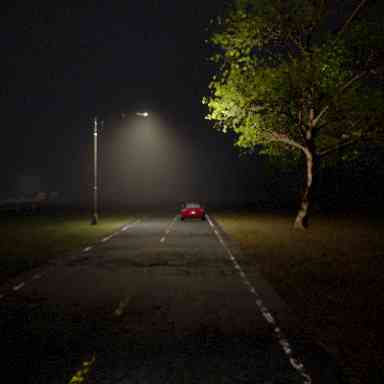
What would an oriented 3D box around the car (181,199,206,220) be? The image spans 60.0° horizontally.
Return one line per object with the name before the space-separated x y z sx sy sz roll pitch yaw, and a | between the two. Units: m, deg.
car | 0.094 1.566 27.707 1.994 1.385 4.181 0 0 0
